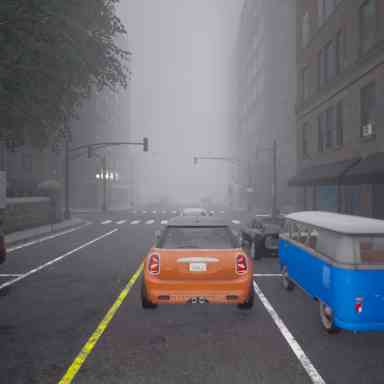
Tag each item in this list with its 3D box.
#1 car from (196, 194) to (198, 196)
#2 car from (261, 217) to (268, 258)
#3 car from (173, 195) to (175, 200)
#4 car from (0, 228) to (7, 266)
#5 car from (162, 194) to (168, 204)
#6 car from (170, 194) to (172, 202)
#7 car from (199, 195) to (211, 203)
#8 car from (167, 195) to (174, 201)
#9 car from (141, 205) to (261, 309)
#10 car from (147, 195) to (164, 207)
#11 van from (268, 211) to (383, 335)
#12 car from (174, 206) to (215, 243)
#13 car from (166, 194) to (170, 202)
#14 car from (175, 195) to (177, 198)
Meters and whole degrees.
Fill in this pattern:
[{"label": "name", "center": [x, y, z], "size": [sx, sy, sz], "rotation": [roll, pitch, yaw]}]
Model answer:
[{"label": "car", "center": [2.847, 1.512, 93.930], "size": [1.752, 1.417, 4.829], "rotation": [0, 0, 0]}, {"label": "car", "center": [2.855, 1.564, 12.141], "size": [1.947, 1.339, 4.313], "rotation": [0, 0, 0]}, {"label": "car", "center": [-5.676, 1.528, 77.382], "size": [2.008, 1.369, 4.403], "rotation": [0, 0, 0]}, {"label": "car", "center": [-5.670, 1.314, 6.439], "size": [2.192, 1.841, 5.009], "rotation": [0, 0, 0]}, {"label": "car", "center": [-5.674, 1.525, 55.579], "size": [2.008, 1.369, 4.403], "rotation": [0, 0, 0]}, {"label": "car", "center": [-5.675, 1.519, 66.481], "size": [1.887, 1.381, 4.507], "rotation": [0, 0, 0]}, {"label": "car", "center": [2.849, 1.414, 66.517], "size": [1.967, 1.590, 4.097], "rotation": [0, 0, 0]}, {"label": "car", "center": [-5.677, 1.508, 88.114], "size": [1.752, 1.417, 4.829], "rotation": [0, 0, 0]}, {"label": "car", "center": [0.101, 1.351, 8.034], "size": [2.097, 1.767, 4.553], "rotation": [0, 0, 0]}, {"label": "car", "center": [-5.674, 1.501, 49.958], "size": [1.752, 1.417, 4.829], "rotation": [0, 0, 0]}, {"label": "van", "center": [2.855, 1.341, 6.480], "size": [1.690, 1.788, 3.998], "rotation": [0, 0, 0]}, {"label": "car", "center": [0.100, 1.522, 17.035], "size": [1.812, 1.442, 4.674], "rotation": [0, 0, 0]}, {"label": "car", "center": [-5.675, 1.518, 61.030], "size": [1.887, 1.381, 4.507], "rotation": [0, 0, 0]}, {"label": "car", "center": [-5.677, 1.295, 82.833], "size": [2.192, 1.841, 5.009], "rotation": [0, 0, 0]}]
